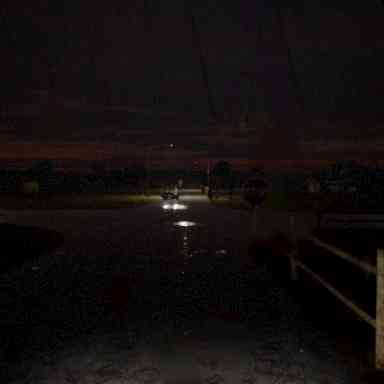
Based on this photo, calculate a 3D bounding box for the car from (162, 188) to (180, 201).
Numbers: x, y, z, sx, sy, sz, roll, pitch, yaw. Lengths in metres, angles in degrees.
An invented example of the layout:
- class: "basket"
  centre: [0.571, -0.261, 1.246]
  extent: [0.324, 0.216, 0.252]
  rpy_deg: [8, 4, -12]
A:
- class: "car"
  centre: [-2.506, 0.296, 40.184]
  extent: [2.128, 1.511, 4.902]
  rpy_deg: [0, 3, 0]
